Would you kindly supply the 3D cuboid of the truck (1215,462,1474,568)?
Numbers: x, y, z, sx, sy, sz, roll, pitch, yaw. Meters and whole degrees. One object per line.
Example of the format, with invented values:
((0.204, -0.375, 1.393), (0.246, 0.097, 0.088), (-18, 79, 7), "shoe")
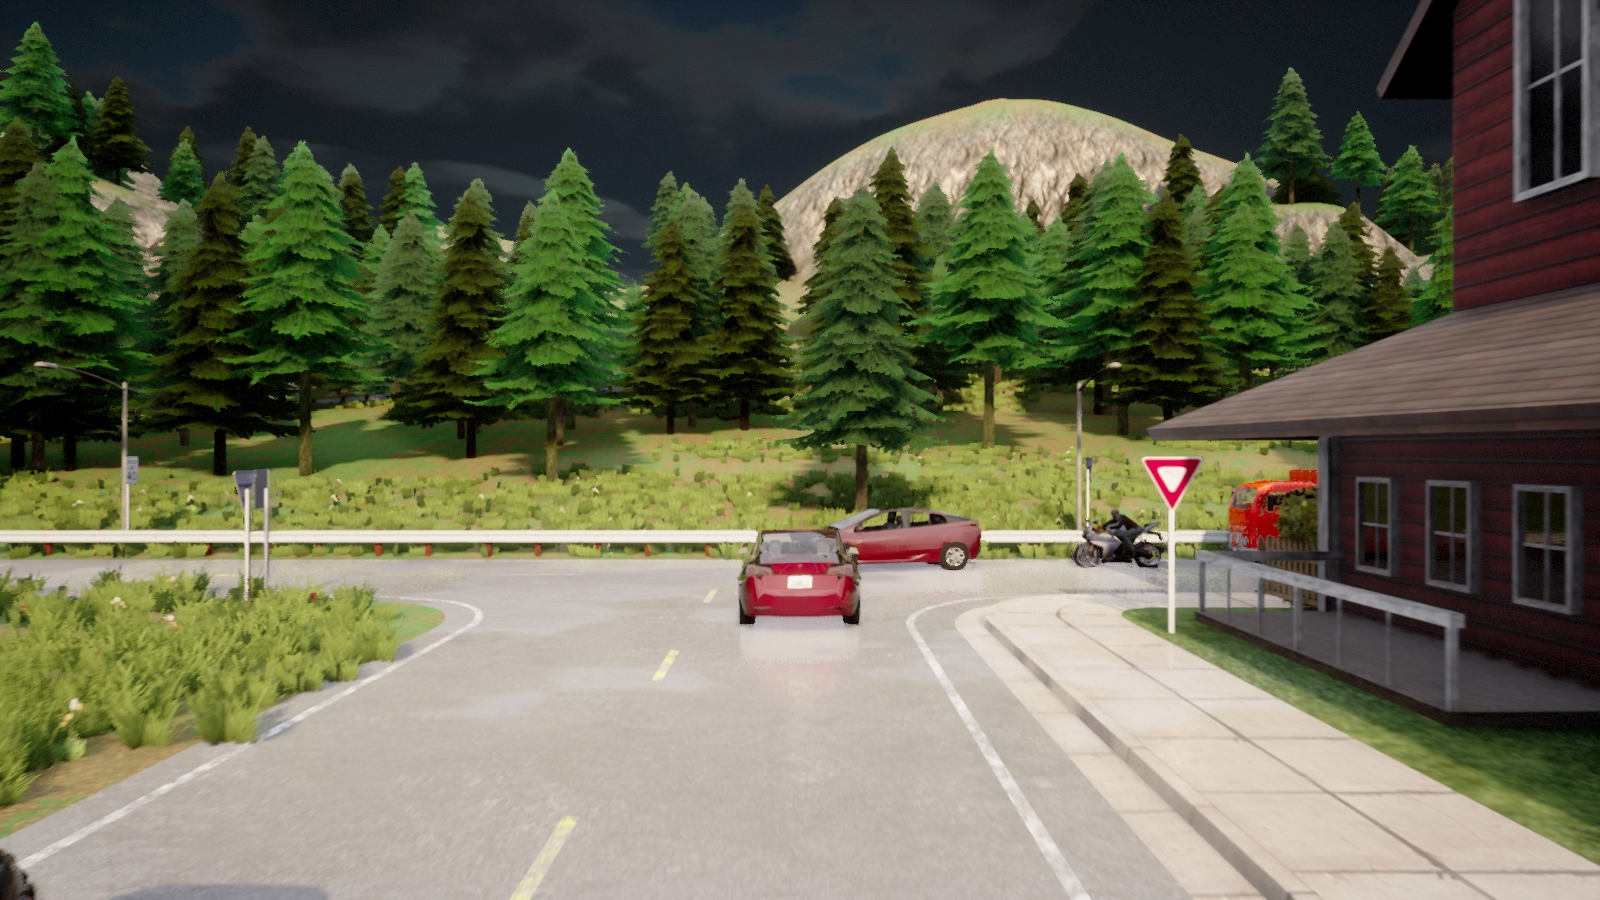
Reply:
((13.481, 1.566, 28.600), (5.204, 2.467, 2.627), (0, 0, 0), "truck")

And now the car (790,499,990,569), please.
((2.169, 2.018, 28.029), (4.514, 1.525, 2.007), (0, -1, -12), "car")

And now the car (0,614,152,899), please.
((-3.522, 1.640, 1.544), (2.150, 2.045, 5.566), (0, 0, 0), "car")

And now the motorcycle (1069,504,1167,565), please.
((7.943, 2.101, 28.589), (2.209, 1.460, 0.867), (0, 0, 0), "motorcycle")

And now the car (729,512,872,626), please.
((-0.022, 1.933, 19.699), (2.163, 1.488, 4.792), (0, 0, -1), "car")
